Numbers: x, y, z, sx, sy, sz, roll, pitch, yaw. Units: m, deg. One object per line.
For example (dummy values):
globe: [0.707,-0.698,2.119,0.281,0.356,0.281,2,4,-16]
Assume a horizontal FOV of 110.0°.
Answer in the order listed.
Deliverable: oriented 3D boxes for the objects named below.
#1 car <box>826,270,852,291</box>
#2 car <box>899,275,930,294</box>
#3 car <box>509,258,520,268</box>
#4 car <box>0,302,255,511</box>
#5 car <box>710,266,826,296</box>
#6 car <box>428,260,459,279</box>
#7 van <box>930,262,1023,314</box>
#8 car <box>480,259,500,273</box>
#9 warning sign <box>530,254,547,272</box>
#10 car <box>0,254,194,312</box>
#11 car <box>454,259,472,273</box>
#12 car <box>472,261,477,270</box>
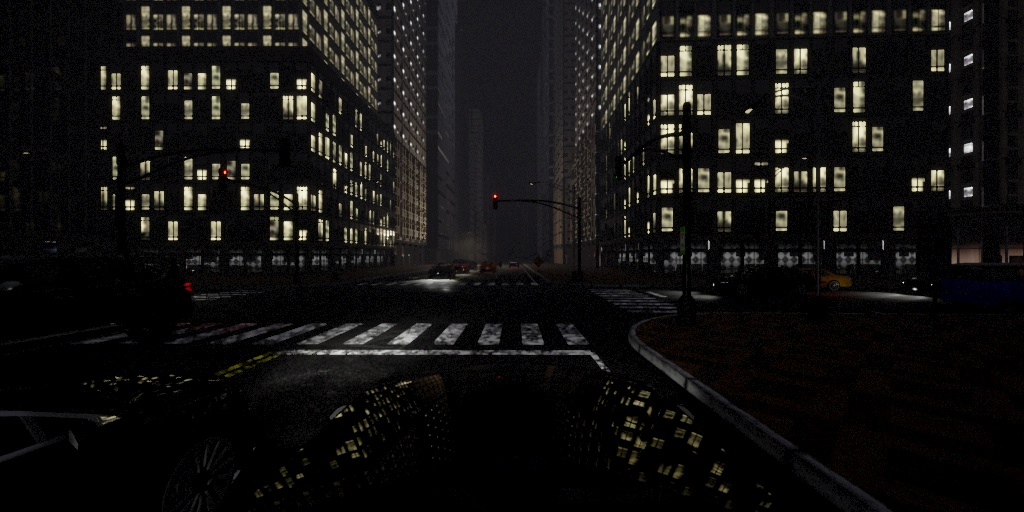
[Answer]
car: [17.177,1.294,21.268,4.829,1.417,1.751,0,0,2]
car: [23.464,1.324,18.412,5.357,1.411,2.033,0,0,2]
car: [0.390,1.359,64.826,2.128,1.511,4.902,0,0,1]
car: [-3.155,1.241,1.132,2.128,1.511,4.902,0,0,0]
car: [13.064,1.274,18.836,4.892,1.490,1.837,0,0,2]
car: [-6.453,1.345,33.331,1.994,1.385,4.181,0,0,0]
van: [18.409,1.120,13.090,3.998,1.789,1.690,0,0,2]
car: [-2.940,1.284,45.635,1.882,1.535,5.008,0,0,0]
warning sign: [3.033,0.912,41.321,1.300,1.860,1.060,0,0,0]
car: [-9.389,0.972,6.881,2.150,2.045,5.566,0,0,5]
car: [-6.407,1.154,43.328,2.097,1.767,4.553,0,0,0]
car: [-6.354,1.377,53.825,2.033,1.411,5.357,0,0,0]
